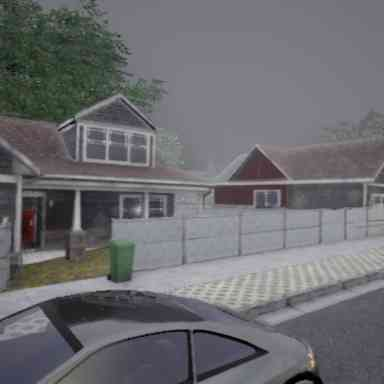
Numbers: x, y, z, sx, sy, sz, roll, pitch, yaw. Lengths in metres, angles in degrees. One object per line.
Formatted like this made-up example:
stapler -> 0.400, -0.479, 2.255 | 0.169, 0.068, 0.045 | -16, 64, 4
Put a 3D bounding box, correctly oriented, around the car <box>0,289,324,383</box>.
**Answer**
car -> -0.877, 1.565, 2.444 | 4.181, 1.385, 1.994 | 0, 0, -36
